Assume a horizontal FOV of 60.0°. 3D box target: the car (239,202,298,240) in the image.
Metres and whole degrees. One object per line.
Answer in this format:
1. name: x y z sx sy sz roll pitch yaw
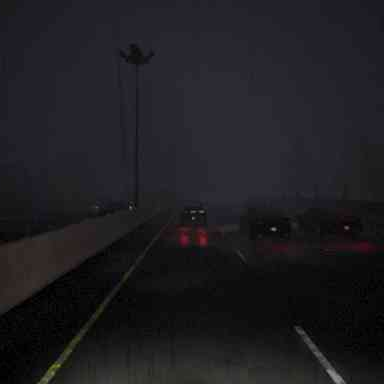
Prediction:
1. car: 3.597 1.479 17.097 1.882 1.535 5.008 0 0 0

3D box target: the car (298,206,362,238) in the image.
1. car: 7.097 1.479 17.721 1.882 1.535 5.008 0 0 0

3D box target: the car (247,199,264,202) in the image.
1. car: 7.095 1.481 37.597 1.882 1.535 5.008 0 0 0

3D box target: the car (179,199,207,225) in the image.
1. car: 0.097 1.496 24.079 2.128 1.511 4.902 0 0 0

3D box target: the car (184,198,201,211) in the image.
1. car: 0.095 1.552 42.477 2.033 1.411 5.357 0 0 0

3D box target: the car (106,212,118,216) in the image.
1. car: -7.103 1.551 30.970 2.033 1.411 5.357 0 0 0
